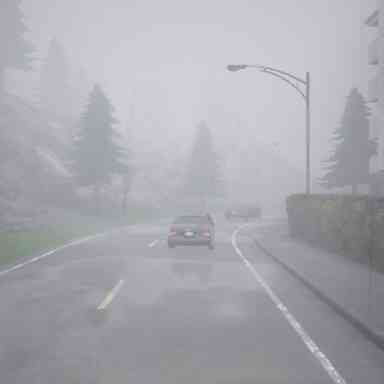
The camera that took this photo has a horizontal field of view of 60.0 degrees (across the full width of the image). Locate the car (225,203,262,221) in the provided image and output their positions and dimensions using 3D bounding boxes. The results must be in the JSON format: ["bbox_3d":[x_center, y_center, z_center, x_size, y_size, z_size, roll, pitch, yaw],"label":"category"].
[{"bbox_3d":[4.364,1.572,27.874,1.994,1.385,4.181,0,0,32],"label":"car"}]

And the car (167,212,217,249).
[{"bbox_3d":[0.073,1.563,14.525,2.033,1.411,5.357,0,0,4],"label":"car"}]
